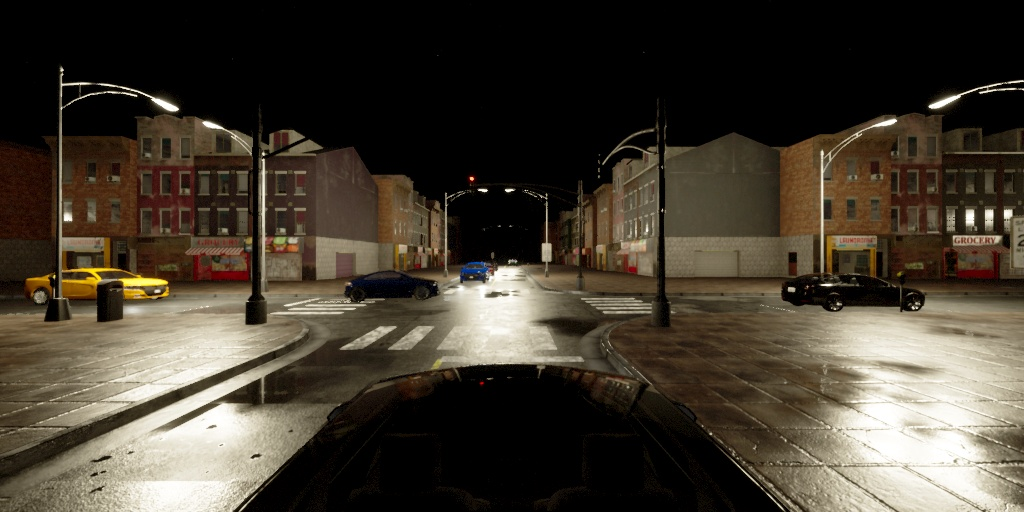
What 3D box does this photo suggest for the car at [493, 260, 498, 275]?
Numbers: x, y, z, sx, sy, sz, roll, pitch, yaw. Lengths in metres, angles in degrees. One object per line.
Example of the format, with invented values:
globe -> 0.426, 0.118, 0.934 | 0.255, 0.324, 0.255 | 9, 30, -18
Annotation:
car -> -2.832, 1.332, 37.871 | 1.994, 1.385, 4.181 | 0, 0, 0

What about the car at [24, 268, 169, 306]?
car -> -18.066, 1.282, 15.754 | 5.008, 1.535, 1.882 | 0, 0, 0

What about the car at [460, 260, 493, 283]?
car -> -2.822, 1.238, 27.920 | 1.882, 1.535, 5.008 | 0, 0, 1

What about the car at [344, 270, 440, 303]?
car -> -5.432, 1.328, 16.538 | 4.181, 1.385, 1.994 | 0, 0, -12

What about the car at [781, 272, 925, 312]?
car -> 12.359, 1.266, 13.176 | 4.313, 1.339, 1.948 | 0, 0, 0
